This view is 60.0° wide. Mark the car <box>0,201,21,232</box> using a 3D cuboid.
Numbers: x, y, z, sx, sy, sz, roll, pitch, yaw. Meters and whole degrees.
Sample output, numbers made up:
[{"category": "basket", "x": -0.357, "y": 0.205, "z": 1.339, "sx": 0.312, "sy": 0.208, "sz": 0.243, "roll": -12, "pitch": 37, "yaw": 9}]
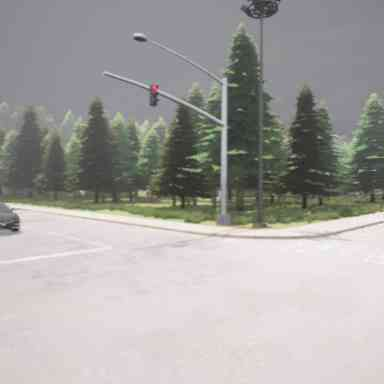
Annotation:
[{"category": "car", "x": -10.134, "y": 1.167, "z": 16.499, "sx": 4.892, "sy": 1.490, "sz": 1.837, "roll": 1, "pitch": 1, "yaw": 44}]
